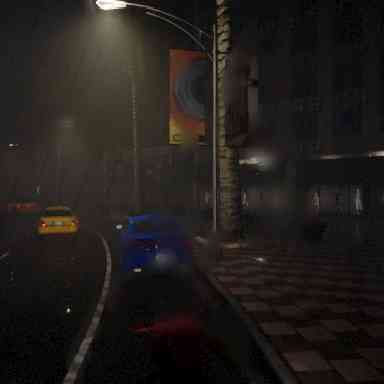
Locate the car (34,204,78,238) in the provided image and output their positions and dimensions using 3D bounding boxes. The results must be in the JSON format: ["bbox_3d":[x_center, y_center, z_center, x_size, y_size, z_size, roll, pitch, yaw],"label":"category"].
[{"bbox_3d":[-7.142,1.448,17.744,1.801,1.575,5.366,0,0,-22],"label":"car"}]

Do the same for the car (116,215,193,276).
[{"bbox_3d":[-1.332,1.475,10.583,1.882,1.535,5.008,0,0,-14],"label":"car"}]

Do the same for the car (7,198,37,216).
[{"bbox_3d":[-16.460,1.335,32.206,2.097,1.767,4.553,0,0,-41],"label":"car"}]

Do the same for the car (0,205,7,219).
[{"bbox_3d":[-17.147,1.459,27.741,1.882,1.535,5.008,0,0,-38],"label":"car"}]
